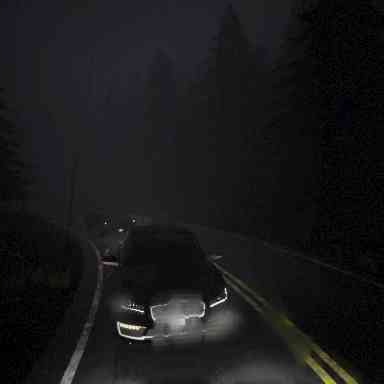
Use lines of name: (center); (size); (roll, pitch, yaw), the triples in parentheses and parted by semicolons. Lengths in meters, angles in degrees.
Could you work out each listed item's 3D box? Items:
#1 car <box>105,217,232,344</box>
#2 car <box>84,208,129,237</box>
car: (-0.646, 1.495, 6.811); (1.837, 1.490, 4.892); (-1, 0, -11)
car: (-4.640, 1.612, 18.553); (1.895, 1.301, 4.718); (-3, 1, -29)
